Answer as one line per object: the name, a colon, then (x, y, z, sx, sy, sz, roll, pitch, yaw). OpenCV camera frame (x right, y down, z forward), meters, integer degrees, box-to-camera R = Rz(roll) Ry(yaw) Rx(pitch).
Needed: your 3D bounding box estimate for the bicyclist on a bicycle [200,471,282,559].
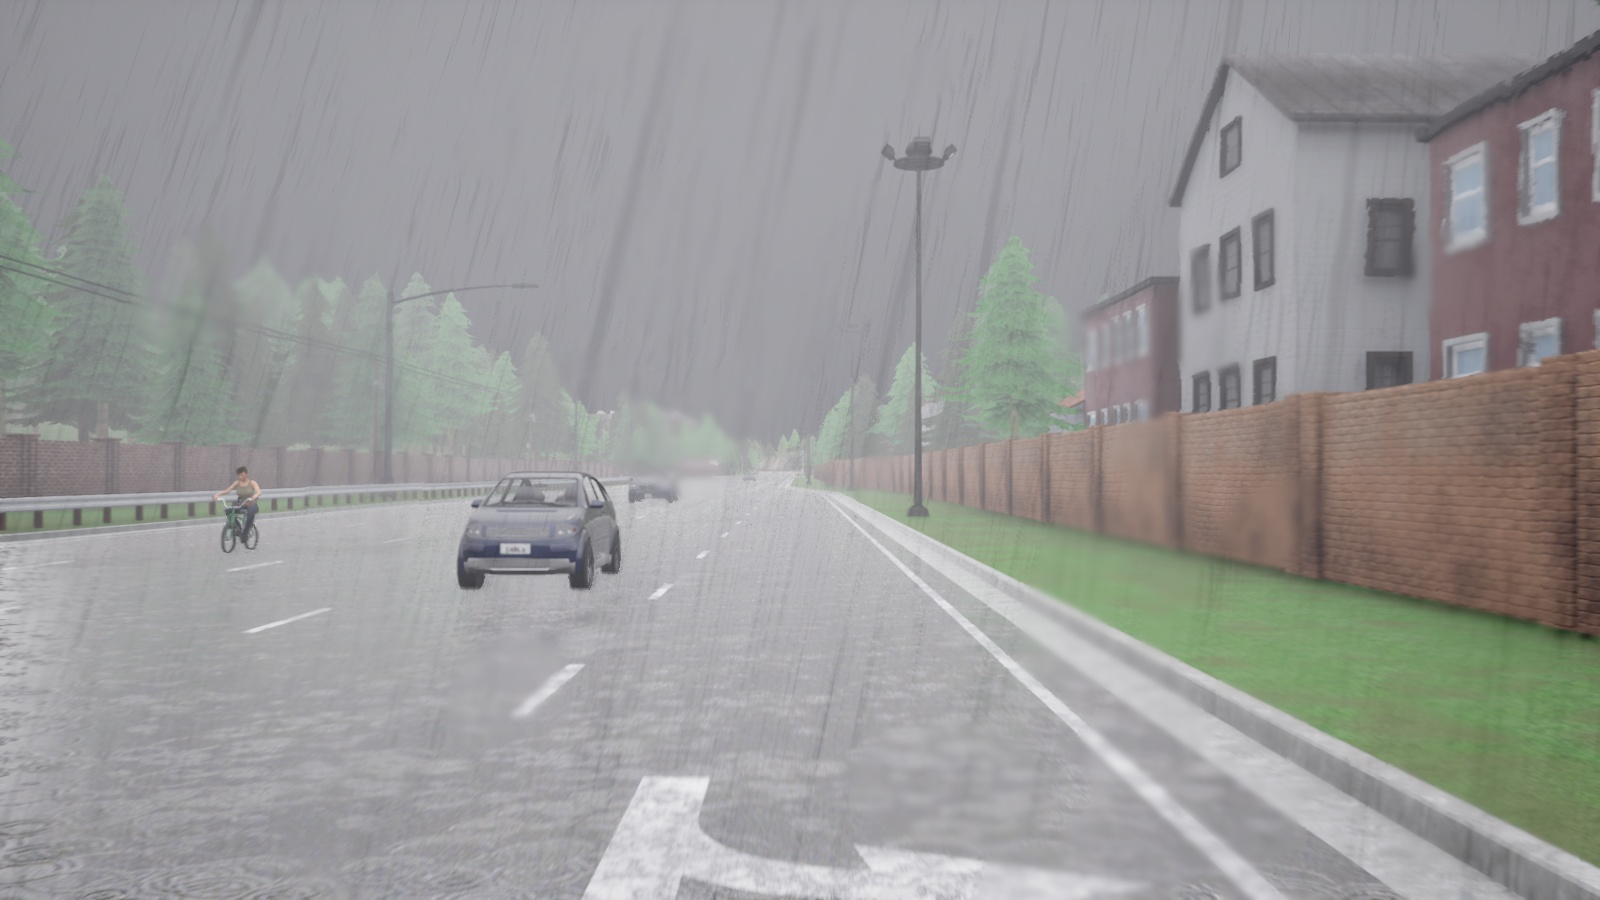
bicyclist on a bicycle: (-10.553, 1.206, 23.775, 0.866, 1.612, 1.509, 0, -1, 0)

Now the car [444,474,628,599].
car: (-3.543, 1.111, 17.479, 1.789, 1.549, 3.705, 0, -1, 0)

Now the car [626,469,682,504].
car: (-7.151, 1.762, 61.973, 2.242, 1.667, 4.611, 0, -1, 0)
